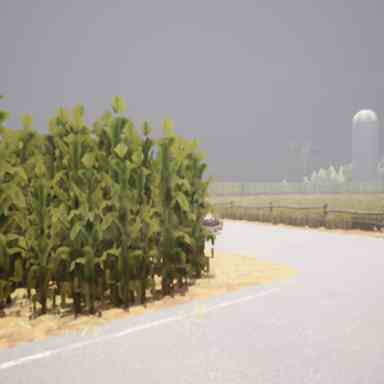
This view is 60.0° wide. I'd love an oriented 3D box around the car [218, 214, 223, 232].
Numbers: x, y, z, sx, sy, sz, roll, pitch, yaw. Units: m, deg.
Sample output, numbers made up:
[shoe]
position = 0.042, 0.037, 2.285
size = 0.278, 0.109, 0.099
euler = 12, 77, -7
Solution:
[car]
position = -0.402, 1.205, 17.507
size = 2.097, 1.767, 4.553
euler = -1, 1, -35
